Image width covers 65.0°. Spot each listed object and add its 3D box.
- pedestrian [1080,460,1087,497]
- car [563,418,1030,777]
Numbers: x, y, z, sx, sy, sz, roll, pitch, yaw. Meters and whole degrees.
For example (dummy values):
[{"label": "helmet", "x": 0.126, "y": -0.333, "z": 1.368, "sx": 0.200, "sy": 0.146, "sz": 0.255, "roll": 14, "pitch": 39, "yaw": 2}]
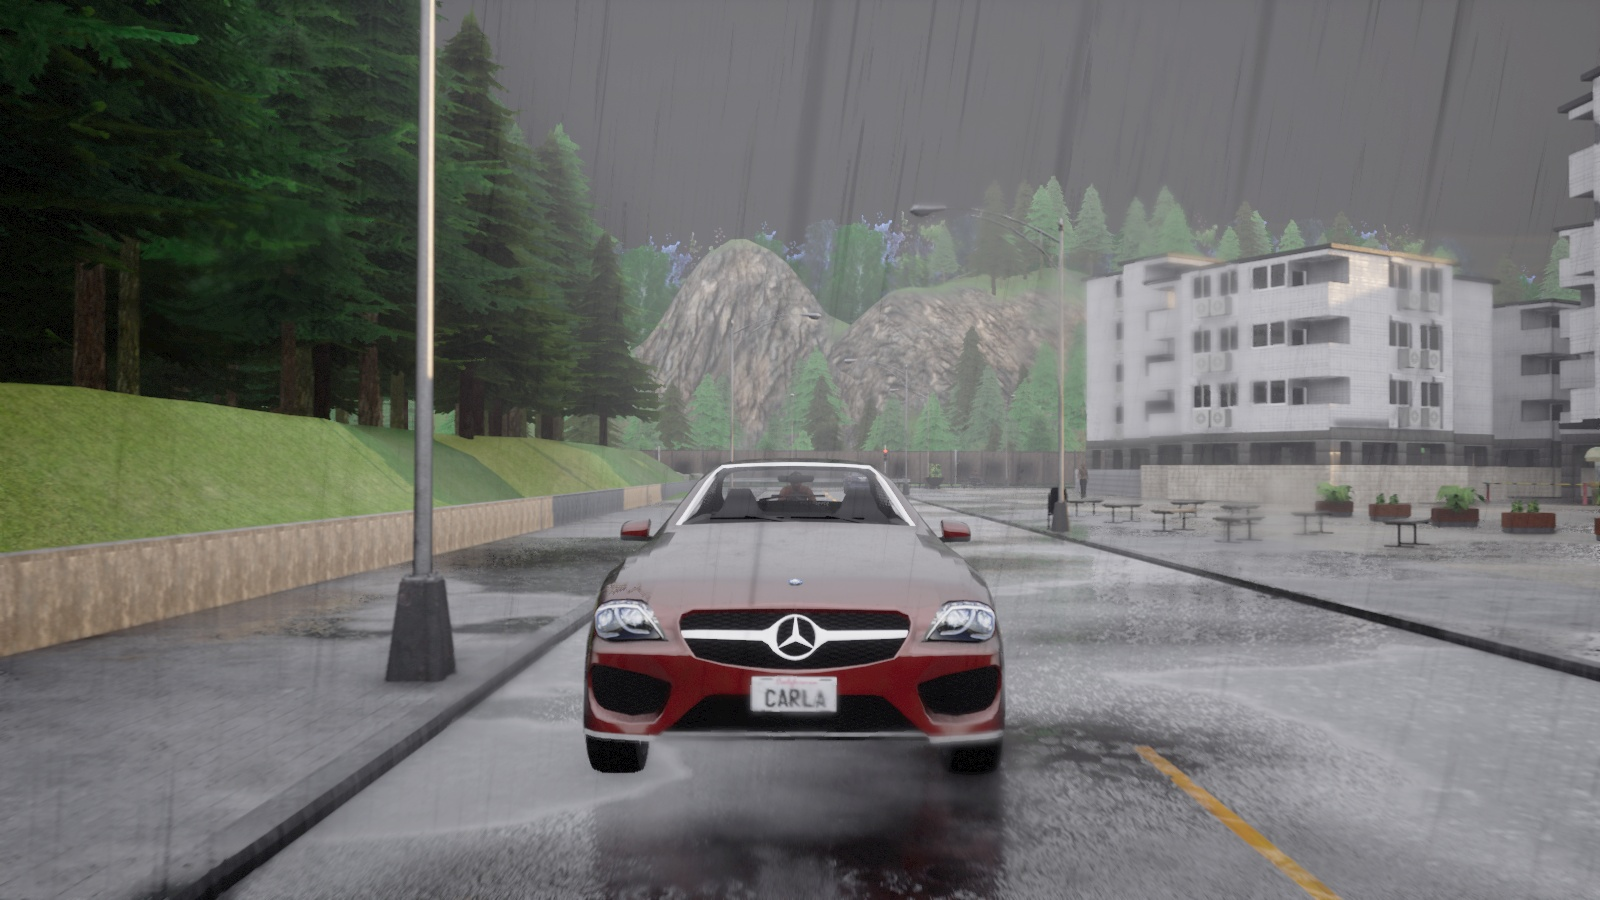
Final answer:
[{"label": "pedestrian", "x": 14.330, "y": 1.424, "z": 63.495, "sx": 0.331, "sy": 1.846, "sz": 0.634, "roll": 0, "pitch": -1, "yaw": 9}, {"label": "car", "x": -0.023, "y": 0.716, "z": 8.326, "sx": 2.152, "sy": 1.651, "sz": 5.027, "roll": 0, "pitch": -1, "yaw": 0}]
